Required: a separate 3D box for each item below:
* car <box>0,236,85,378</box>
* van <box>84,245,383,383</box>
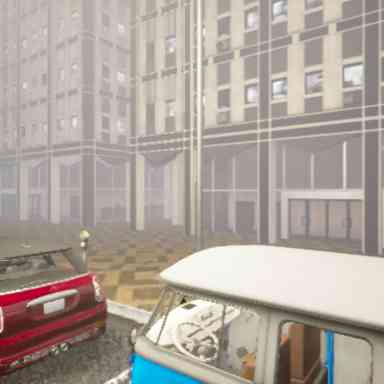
[{"bbox_3d":[-3.266,1.415,5.209,4.097,1.590,1.967,0,0,36],"label":"car"},{"bbox_3d":[1.367,1.342,1.904,3.998,1.788,1.690,0,0,36],"label":"van"}]
